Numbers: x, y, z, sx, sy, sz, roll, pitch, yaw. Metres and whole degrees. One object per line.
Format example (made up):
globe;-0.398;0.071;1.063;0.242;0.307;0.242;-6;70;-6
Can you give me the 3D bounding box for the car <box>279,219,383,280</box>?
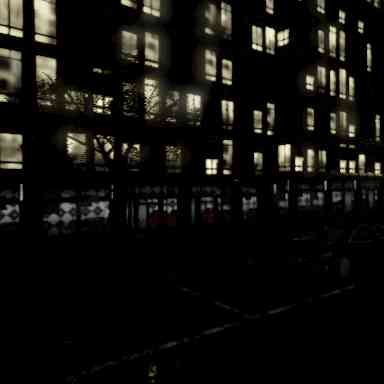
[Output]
car;4.405;1.501;9.706;4.403;1.369;2.008;0;0;-35
